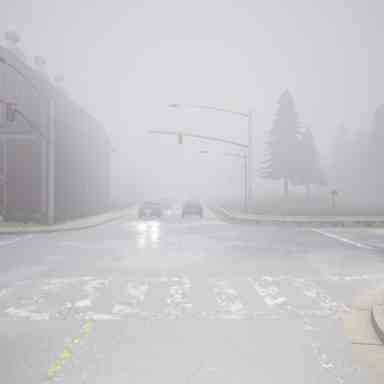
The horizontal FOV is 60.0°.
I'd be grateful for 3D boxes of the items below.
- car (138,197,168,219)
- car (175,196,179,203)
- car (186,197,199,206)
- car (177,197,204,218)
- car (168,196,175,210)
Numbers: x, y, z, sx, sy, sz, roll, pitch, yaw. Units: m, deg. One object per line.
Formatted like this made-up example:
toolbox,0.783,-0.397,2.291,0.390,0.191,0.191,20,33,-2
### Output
car,-3.577,1.491,29.636,2.128,1.511,4.902,0,0,0
car,-3.453,1.526,65.029,1.812,1.442,4.674,0,0,0
car,0.044,1.547,55.918,2.033,1.411,5.357,0,0,0
car,0.024,1.492,30.452,2.128,1.511,4.902,0,0,0
car,-3.564,1.500,43.155,1.837,1.490,4.892,0,1,0
